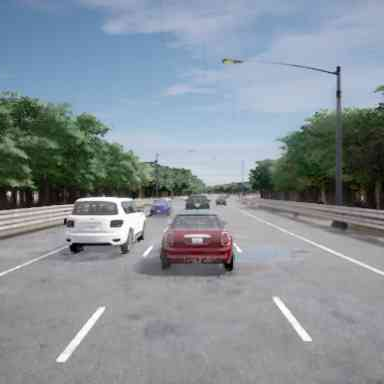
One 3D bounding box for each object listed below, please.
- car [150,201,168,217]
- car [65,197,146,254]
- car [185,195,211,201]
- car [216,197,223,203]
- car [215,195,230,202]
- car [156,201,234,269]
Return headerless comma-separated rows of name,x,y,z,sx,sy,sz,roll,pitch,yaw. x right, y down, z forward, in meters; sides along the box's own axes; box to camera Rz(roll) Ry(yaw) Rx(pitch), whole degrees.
car,-2.902,1.579,32.015,1.812,1.442,4.674,0,0,2
car,-3.307,1.231,13.747,2.150,2.045,5.566,0,0,1
car,0.543,1.271,30.313,2.150,2.045,5.566,0,0,2
car,7.128,1.997,85.690,1.895,1.301,4.718,0,0,5
car,5.384,1.725,61.915,2.128,1.511,4.902,0,0,4
car,0.169,1.359,11.283,2.097,1.767,4.553,0,0,1
